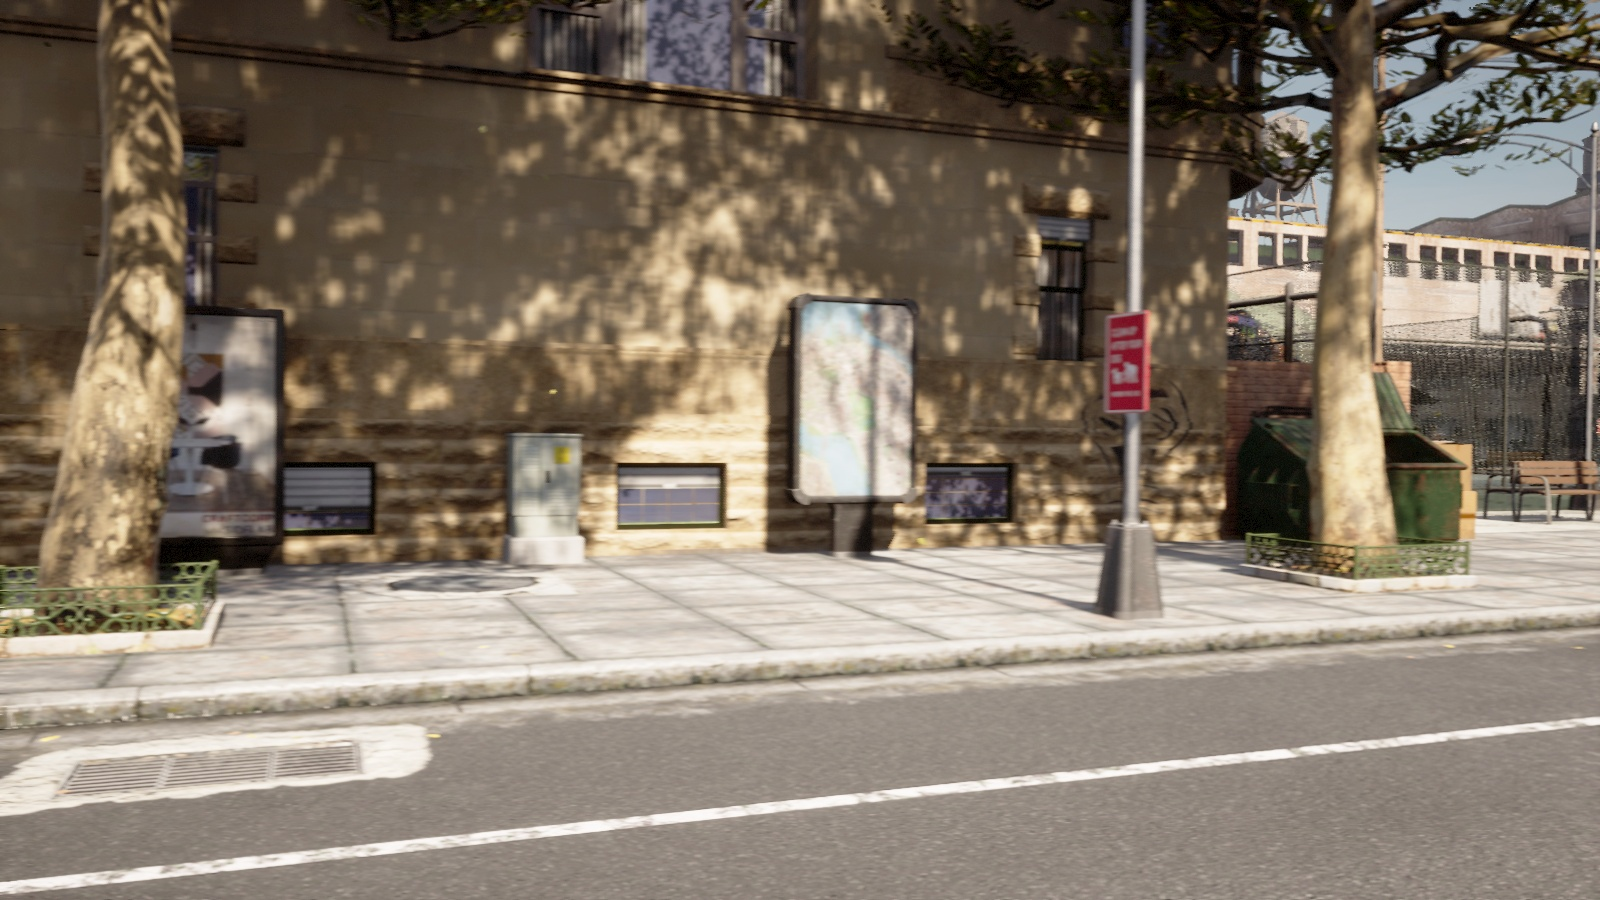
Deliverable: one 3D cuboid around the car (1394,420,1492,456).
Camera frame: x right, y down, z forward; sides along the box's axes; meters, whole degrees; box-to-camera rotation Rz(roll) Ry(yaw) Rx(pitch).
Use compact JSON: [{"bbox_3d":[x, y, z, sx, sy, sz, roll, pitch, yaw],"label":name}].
[{"bbox_3d":[30.762,-0.591,60.187,1.851,1.617,3.988,-1,1,-21],"label":"car"}]
